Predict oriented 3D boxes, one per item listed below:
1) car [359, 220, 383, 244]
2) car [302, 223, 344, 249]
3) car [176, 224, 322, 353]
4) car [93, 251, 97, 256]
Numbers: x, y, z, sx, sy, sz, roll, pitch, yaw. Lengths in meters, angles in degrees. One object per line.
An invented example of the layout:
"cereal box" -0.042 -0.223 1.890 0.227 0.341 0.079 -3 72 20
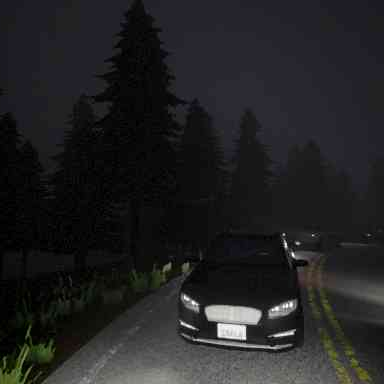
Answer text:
"car" 15.781 3.220 26.430 5.566 2.045 2.150 8 -8 -28
"car" 6.464 2.305 17.642 1.895 1.301 4.718 -3 -6 39
"car" 1.129 1.561 6.581 2.128 1.511 4.902 -1 -2 15
"car" -20.300 13.650 72.939 4.181 1.381 1.994 -2 -5 31
